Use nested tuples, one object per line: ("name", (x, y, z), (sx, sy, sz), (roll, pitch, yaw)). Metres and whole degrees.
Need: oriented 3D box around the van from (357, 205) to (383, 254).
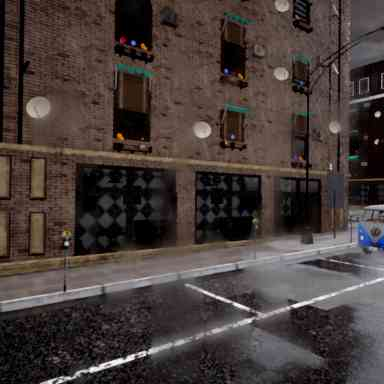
("van", (7.635, 1.345, 12.093), (3.998, 1.788, 1.690), (0, 1, -35))
